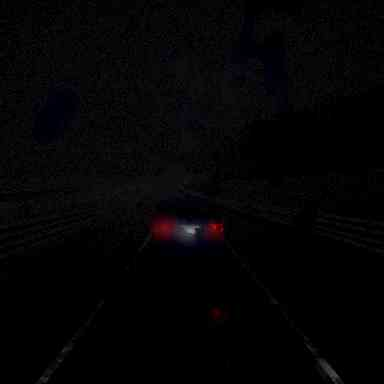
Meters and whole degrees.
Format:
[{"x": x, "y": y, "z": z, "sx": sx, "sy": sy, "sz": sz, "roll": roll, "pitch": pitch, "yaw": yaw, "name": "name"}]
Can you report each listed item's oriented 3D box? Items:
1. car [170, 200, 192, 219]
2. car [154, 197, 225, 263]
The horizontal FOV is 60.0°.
[{"x": -1.040, "y": 1.472, "z": 29.061, "sx": 1.812, "sy": 1.442, "sz": 4.674, "roll": 0, "pitch": 0, "yaw": -4, "name": "car"}, {"x": -0.137, "y": 1.199, "z": 12.016, "sx": 2.150, "sy": 2.045, "sz": 5.566, "roll": 0, "pitch": 0, "yaw": -2, "name": "car"}]
